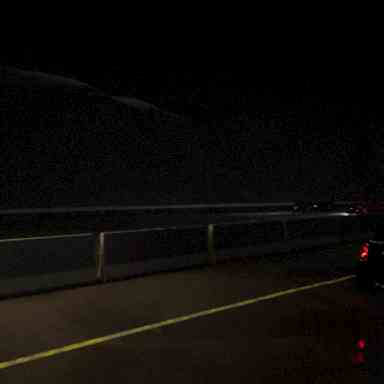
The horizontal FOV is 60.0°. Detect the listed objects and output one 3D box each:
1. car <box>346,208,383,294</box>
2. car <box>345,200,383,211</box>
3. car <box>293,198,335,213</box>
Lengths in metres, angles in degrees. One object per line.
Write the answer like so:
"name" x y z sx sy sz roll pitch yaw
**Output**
"car" 5.765 1.329 7.407 4.553 1.767 2.097 0 0 -32
"car" 17.549 1.465 33.682 4.181 1.385 1.994 0 0 -24
"car" 12.969 1.391 35.422 4.902 1.511 2.128 0 0 -25
